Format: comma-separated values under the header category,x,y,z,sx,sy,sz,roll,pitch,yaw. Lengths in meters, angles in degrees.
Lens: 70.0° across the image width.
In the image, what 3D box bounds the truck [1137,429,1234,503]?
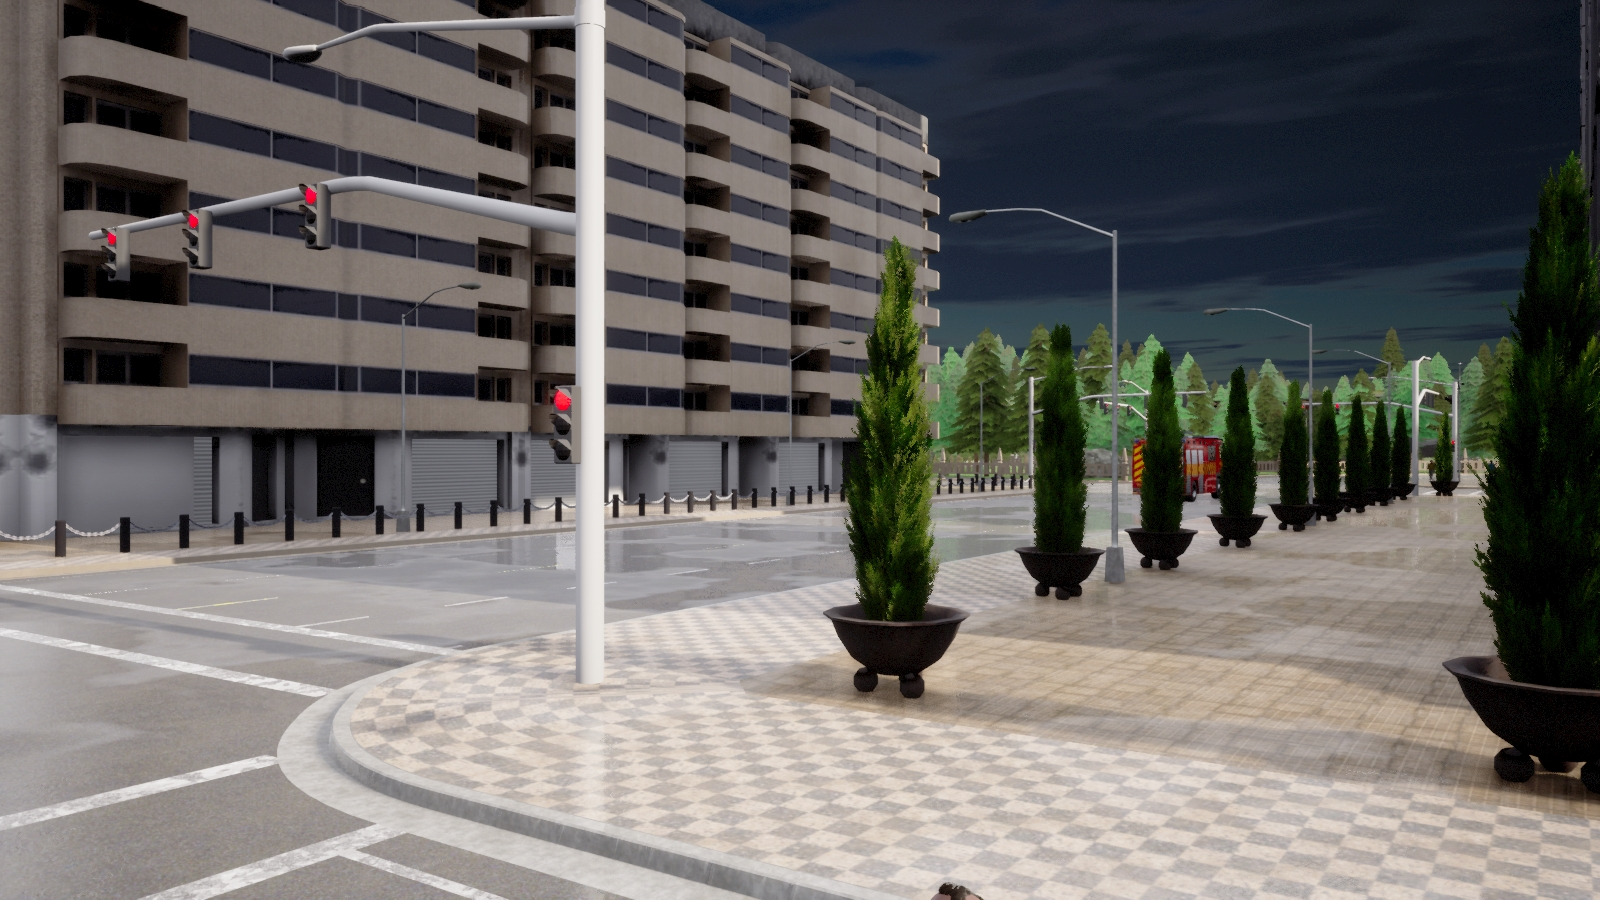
category,x,y,z,sx,sy,sz,roll,pitch,yaw
truck,21.438,0.835,63.219,2.891,3.827,8.468,0,0,34

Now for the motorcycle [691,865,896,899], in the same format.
category,x,y,z,sx,sy,sz,roll,pitch,yaw
motorcycle,0.516,2.205,3.364,2.209,1.251,0.867,0,0,34
